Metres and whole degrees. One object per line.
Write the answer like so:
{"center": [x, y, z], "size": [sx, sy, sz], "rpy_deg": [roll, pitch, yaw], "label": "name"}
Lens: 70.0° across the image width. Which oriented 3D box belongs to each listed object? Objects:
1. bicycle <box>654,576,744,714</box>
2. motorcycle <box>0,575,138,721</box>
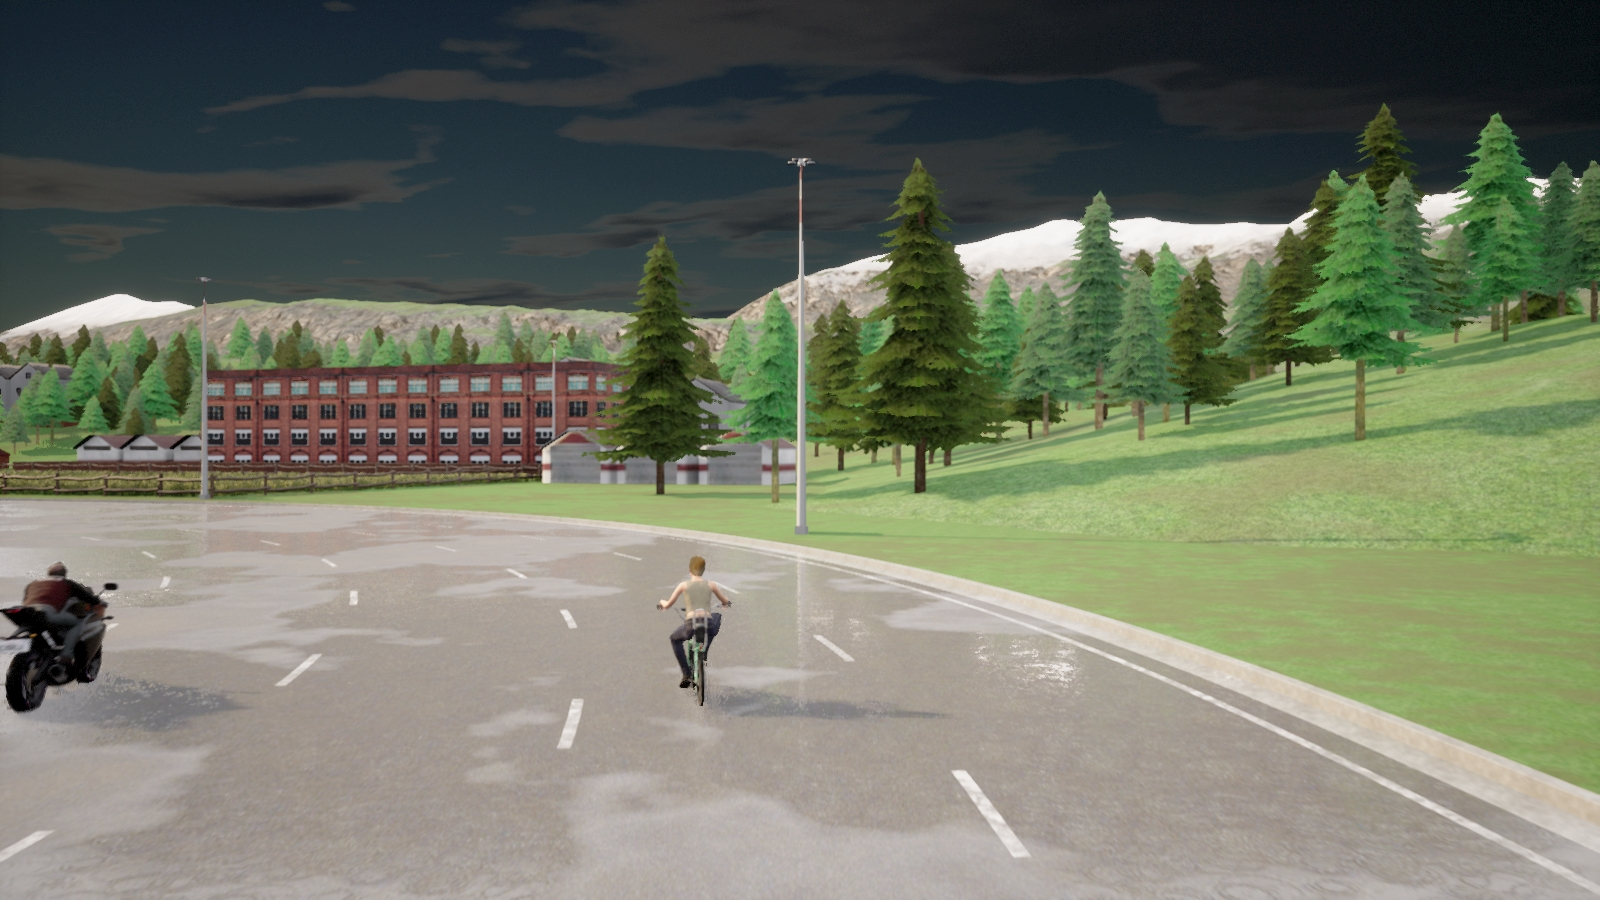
{"center": [-1.166, 2.143, 12.861], "size": [0.859, 1.276, 1.487], "rpy_deg": [0, 0, -11], "label": "bicycle"}
{"center": [-8.428, 2.191, 12.995], "size": [0.867, 1.251, 2.209], "rpy_deg": [-2, 0, -12], "label": "motorcycle"}
